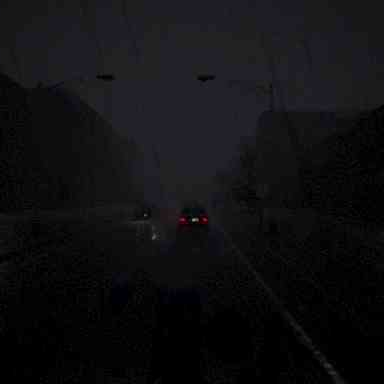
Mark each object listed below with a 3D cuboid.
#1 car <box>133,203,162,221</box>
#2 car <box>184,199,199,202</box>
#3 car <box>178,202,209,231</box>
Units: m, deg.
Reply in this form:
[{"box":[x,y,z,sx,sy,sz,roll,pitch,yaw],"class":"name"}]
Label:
[{"box":[-3.575,1.588,27.509,1.994,1.385,4.181,0,0,0],"class":"car"},{"box":[-0.024,1.601,42.983,1.994,1.385,4.181,0,0,-1],"class":"car"},{"box":[0.103,1.566,20.622,2.033,1.411,5.357,0,0,0],"class":"car"}]
